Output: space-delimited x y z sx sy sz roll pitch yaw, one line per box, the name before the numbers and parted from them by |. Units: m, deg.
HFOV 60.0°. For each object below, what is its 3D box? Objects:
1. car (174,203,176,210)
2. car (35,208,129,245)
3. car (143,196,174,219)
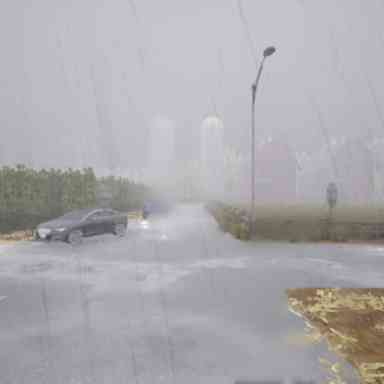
car | -3.163 1.798 44.159 1.812 1.442 4.674 0 0 0
car | -5.069 1.532 16.008 2.128 1.511 4.902 0 1 28
car | -3.183 1.388 30.928 2.150 2.045 5.566 0 -1 0
